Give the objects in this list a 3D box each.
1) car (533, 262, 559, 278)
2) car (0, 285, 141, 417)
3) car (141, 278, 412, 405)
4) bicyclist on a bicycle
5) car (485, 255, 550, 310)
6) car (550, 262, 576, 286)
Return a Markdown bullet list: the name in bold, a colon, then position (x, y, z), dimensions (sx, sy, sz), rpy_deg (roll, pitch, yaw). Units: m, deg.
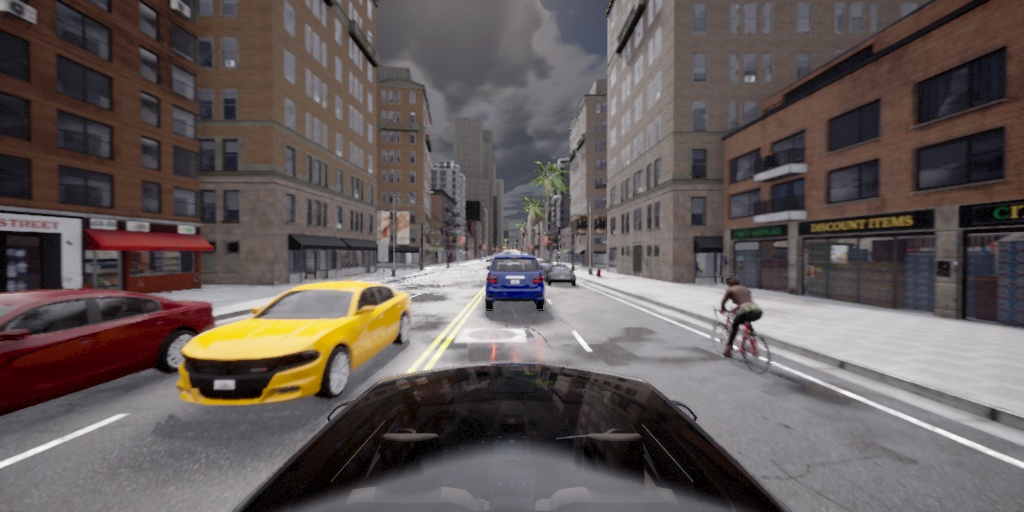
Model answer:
- **car**: position (3.268, 1.313, 35.573), dimensions (2.033, 1.411, 5.357), rpy_deg (0, 0, 0)
- **car**: position (-6.600, 1.223, 4.746), dimensions (1.882, 1.535, 5.008), rpy_deg (0, 0, 0)
- **car**: position (-3.350, 1.224, 6.677), dimensions (1.882, 1.535, 5.008), rpy_deg (0, 0, 0)
- **bicyclist on a bicycle**: position (4.145, 1.203, 6.582), dimensions (0.582, 1.620, 1.656), rpy_deg (0, 0, 0)
- **car**: position (0.106, 0.971, 14.771), dimensions (2.150, 2.045, 5.566), rpy_deg (0, 0, 0)
- **car**: position (3.339, 1.323, 25.574), dimensions (1.994, 1.385, 4.181), rpy_deg (0, 0, 0)
